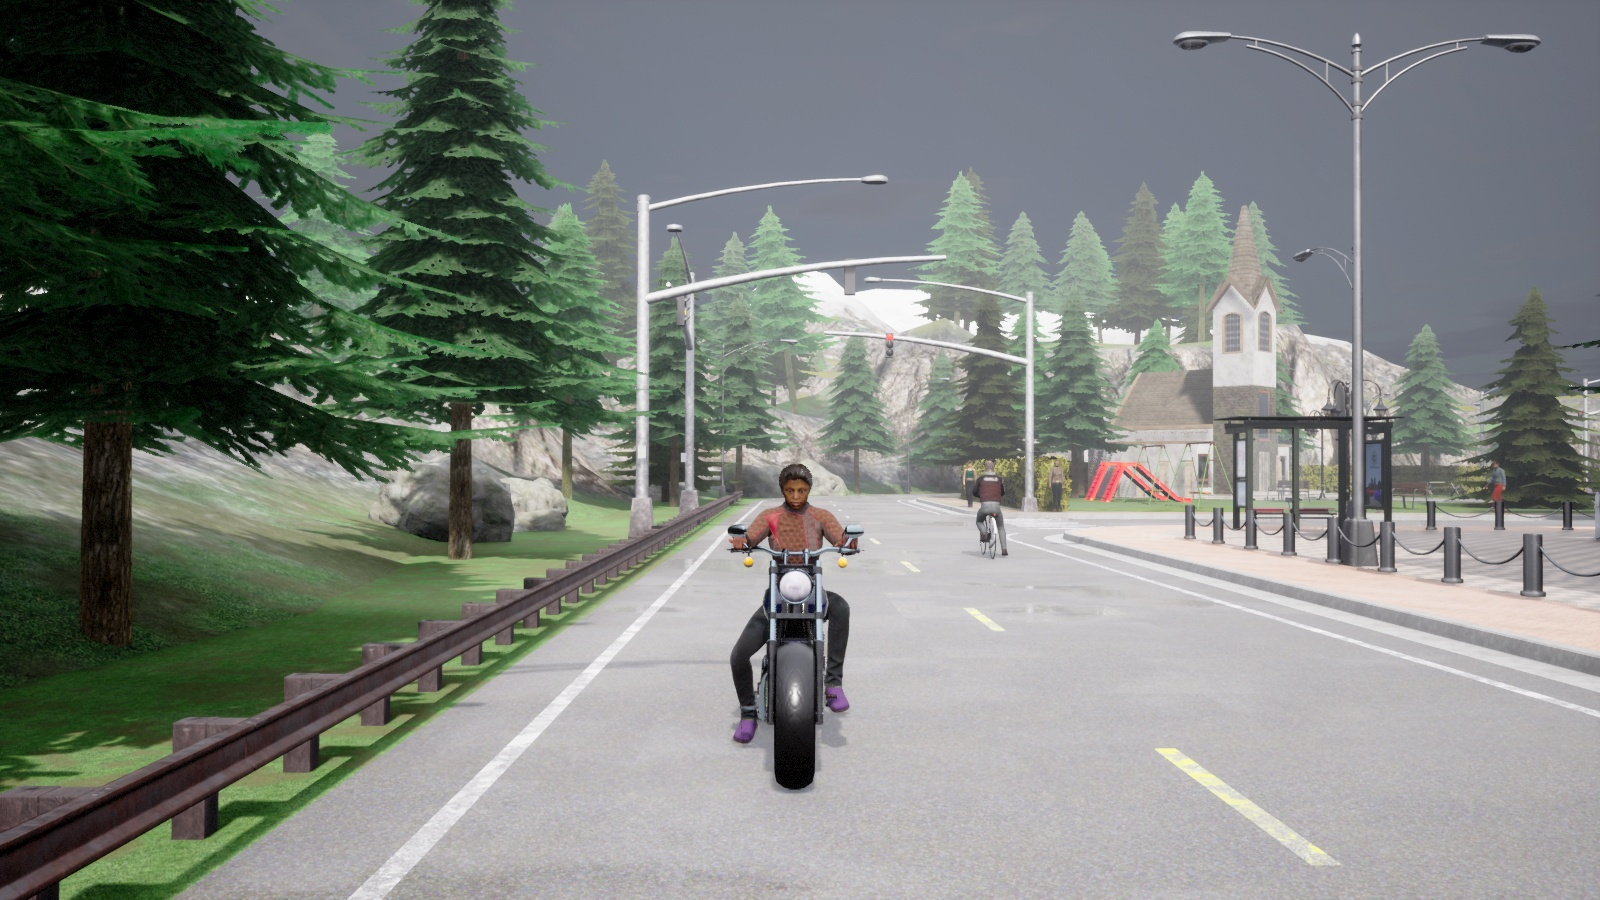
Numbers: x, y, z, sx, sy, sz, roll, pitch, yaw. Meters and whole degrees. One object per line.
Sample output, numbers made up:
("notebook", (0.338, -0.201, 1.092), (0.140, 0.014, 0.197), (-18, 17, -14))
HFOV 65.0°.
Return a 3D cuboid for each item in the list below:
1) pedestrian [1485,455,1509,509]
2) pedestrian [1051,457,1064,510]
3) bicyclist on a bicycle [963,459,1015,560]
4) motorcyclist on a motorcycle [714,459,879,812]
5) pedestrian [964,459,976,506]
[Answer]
("pedestrian", (23.745, 1.082, 42.772), (0.614, 1.847, 0.353), (0, -1, -1))
("pedestrian", (8.943, 1.155, 43.646), (0.331, 1.846, 0.634), (0, -1, 1))
("bicyclist on a bicycle", (3.438, 1.056, 22.945), (0.659, 1.776, 1.843), (0, -1, 0))
("motorcyclist on a motorcycle", (-0.019, 0.883, 7.064), (0.766, 1.649, 2.350), (0, -1, 0))
("pedestrian", (6.627, 1.260, 48.892), (0.345, 1.836, 0.594), (-1, -1, 18))
